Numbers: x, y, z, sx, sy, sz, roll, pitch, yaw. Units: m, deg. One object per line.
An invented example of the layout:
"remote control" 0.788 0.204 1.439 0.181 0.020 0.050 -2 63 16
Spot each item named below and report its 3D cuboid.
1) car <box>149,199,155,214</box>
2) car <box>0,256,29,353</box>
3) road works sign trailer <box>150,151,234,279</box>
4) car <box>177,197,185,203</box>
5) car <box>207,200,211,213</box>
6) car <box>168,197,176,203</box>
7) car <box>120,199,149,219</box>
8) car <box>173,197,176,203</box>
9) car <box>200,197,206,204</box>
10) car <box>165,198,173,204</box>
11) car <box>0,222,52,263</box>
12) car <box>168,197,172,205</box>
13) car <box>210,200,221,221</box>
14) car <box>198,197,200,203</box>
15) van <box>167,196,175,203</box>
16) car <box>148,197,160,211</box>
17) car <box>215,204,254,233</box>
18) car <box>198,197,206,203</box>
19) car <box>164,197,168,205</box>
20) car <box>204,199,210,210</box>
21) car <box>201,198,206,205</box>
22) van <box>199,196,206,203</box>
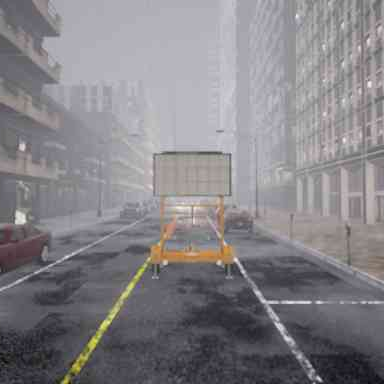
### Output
"car" -5.636 1.825 37.402 1.887 1.381 4.507 1 0 0
"car" -2.998 1.541 1.860 1.812 1.442 4.674 0 0 0
"road works sign trailer" 0.010 0.543 10.312 2.380 3.560 2.880 0 0 0
"car" -2.905 2.136 89.863 1.882 1.535 5.008 0 -1 0
"car" 2.738 1.785 31.920 1.887 1.381 4.507 1 0 0
"car" -5.543 2.203 92.697 1.752 1.417 4.829 1 0 0
"car" -5.640 1.680 31.855 1.967 1.590 4.097 1 0 0
"car" -5.593 1.876 76.229 2.192 1.841 5.009 1 0 0
"car" 2.769 1.968 59.829 1.752 1.417 4.829 1 0 0
"car" -5.598 2.125 81.604 1.752 1.417 4.829 1 0 0
"car" -5.666 1.619 9.668 1.887 1.381 4.507 1 0 0
"car" -5.606 2.032 65.134 2.008 1.369 4.403 1 0 0
"car" 2.734 1.639 26.373 1.967 1.590 4.097 1 0 0
"car" 2.779 2.104 70.755 1.802 1.307 4.206 1 0 0
"van" -5.553 1.981 87.322 1.690 1.788 3.998 1 0 0
"car" -5.628 1.760 42.949 1.967 1.590 4.097 1 0 0
"car" 2.726 1.702 20.825 1.887 1.381 4.507 1 0 0
"car" 2.803 2.245 92.947 1.947 1.339 4.313 1 0 0
"car" -5.614 1.716 54.043 2.192 1.841 5.009 1 0 0
"car" 2.744 1.825 37.469 1.887 1.381 4.507 1 0 0
"car" 2.756 1.912 48.564 2.008 1.369 4.403 1 0 0
"van" 2.802 1.982 87.400 1.690 1.788 3.998 1 0 0
